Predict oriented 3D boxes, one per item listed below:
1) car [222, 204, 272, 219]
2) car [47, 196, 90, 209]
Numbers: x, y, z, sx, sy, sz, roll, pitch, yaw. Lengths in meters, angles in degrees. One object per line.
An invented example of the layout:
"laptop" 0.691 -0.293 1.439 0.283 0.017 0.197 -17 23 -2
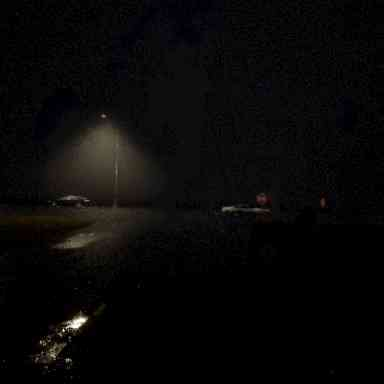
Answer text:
"car" 5.287 1.838 32.308 4.718 1.301 1.895 3 0 0
"car" -14.591 1.162 39.401 4.902 1.511 2.128 2 1 0
